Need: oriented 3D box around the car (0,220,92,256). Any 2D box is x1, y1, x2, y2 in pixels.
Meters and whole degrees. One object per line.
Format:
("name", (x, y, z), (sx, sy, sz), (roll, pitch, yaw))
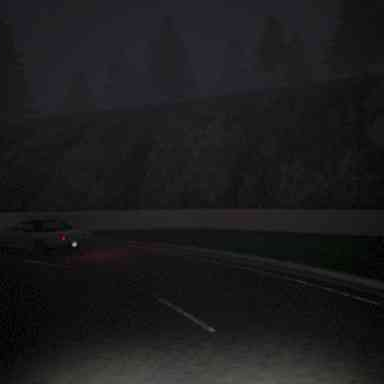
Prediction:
("car", (-6.725, 1.851, 14.184), (4.718, 1.301, 1.895), (-1, -1, 24))
